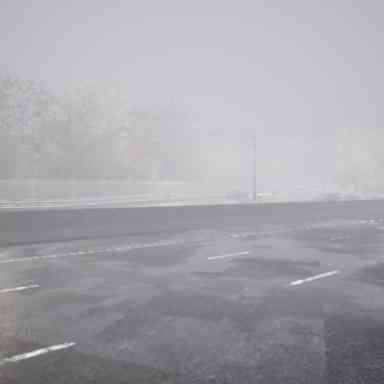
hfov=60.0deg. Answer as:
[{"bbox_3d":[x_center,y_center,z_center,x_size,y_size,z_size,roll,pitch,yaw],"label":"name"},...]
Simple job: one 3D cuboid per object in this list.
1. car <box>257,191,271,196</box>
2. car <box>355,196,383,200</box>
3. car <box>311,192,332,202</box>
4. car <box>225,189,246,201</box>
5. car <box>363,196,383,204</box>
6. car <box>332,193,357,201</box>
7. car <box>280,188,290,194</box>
[{"bbox_3d":[15.591,0.411,72.196,1.994,1.385,4.181,0,2,31],"label":"car"},{"bbox_3d":[24.067,1.474,44.171,4.181,1.385,1.994,0,0,-37],"label":"car"},{"bbox_3d":[20.311,1.101,50.085,5.566,2.045,2.150,0,0,-37],"label":"car"},{"bbox_3d":[7.775,0.429,58.821,2.150,2.045,5.566,0,1,30],"label":"car"},{"bbox_3d":[33.113,1.433,59.674,5.357,1.411,2.033,0,0,-37],"label":"car"},{"bbox_3d":[22.446,1.248,47.319,4.553,1.767,2.097,0,0,-37],"label":"car"},{"bbox_3d":[23.923,-0.244,85.158,2.033,1.411,5.357,0,3,33],"label":"car"}]
